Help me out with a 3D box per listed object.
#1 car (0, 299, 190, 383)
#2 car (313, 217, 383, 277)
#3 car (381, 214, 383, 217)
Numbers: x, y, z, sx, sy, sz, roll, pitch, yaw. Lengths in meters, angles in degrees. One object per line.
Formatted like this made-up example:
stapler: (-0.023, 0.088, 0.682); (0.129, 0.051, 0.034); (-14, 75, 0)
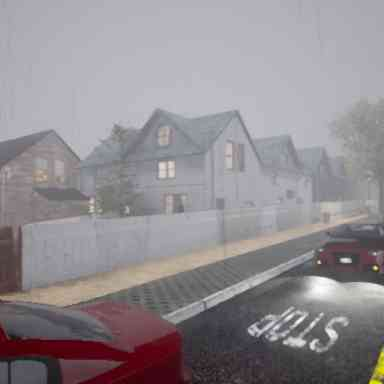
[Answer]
car: (-2.255, 1.571, 1.864); (5.008, 1.535, 1.882); (0, -2, -42)
car: (5.402, 1.699, 10.709); (1.994, 1.385, 4.181); (-2, -2, 37)
car: (12.513, 1.750, 20.135); (2.033, 1.411, 5.357); (-2, -2, 37)
